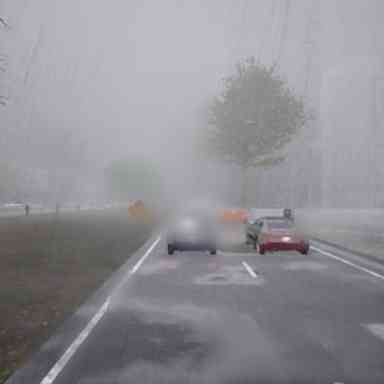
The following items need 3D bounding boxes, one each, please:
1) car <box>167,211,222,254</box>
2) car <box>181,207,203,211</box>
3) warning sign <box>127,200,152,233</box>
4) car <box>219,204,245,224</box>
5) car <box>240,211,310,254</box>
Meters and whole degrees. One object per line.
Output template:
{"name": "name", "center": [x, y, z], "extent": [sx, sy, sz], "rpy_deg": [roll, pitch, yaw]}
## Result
{"name": "car", "center": [0.004, 1.742, 14.303], "extent": [1.994, 1.385, 4.181], "rpy_deg": [0, -1, 0]}
{"name": "car", "center": [0.006, 2.036, 29.327], "extent": [1.994, 1.385, 4.181], "rpy_deg": [0, -1, 0]}
{"name": "warning sign", "center": [-3.051, 1.375, 19.388], "extent": [1.300, 1.860, 1.060], "rpy_deg": [0, -1, 0]}
{"name": "car", "center": [3.503, 1.816, 29.100], "extent": [2.097, 1.767, 4.553], "rpy_deg": [0, -2, 0]}
{"name": "car", "center": [3.507, 1.743, 14.362], "extent": [1.994, 1.385, 4.181], "rpy_deg": [0, -1, 0]}
